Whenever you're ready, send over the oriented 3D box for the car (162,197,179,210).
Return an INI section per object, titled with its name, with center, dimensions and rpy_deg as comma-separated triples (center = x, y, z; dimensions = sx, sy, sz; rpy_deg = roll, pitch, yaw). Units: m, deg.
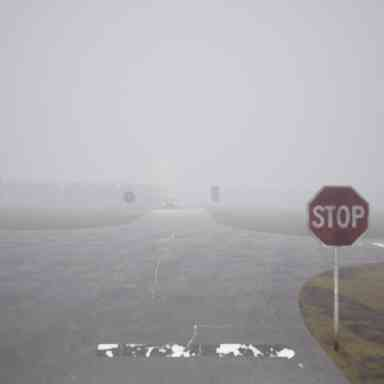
[car]
center = -2.821, 1.468, 44.119
dimensions = 2.097, 1.767, 4.553
rpy_deg = 0, 0, 0
